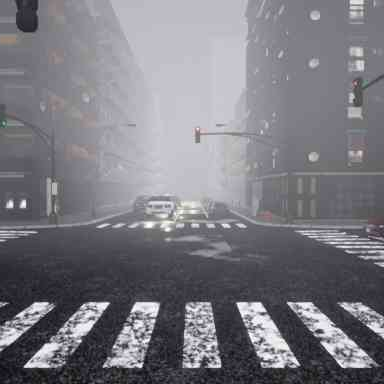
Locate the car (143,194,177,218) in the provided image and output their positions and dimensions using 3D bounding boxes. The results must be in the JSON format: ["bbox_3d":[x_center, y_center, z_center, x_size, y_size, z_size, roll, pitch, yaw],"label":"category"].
[{"bbox_3d":[-2.810,1.212,30.395,2.150,2.045,5.566,0,0,0],"label":"car"}]

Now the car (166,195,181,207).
[{"bbox_3d":[-2.761,1.335,51.046,2.097,1.767,4.553,0,0,0],"label":"car"}]

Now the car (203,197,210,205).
[{"bbox_3d":[2.610,1.539,36.935,2.008,1.369,4.403,-1,0,0],"label":"car"}]

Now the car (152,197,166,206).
[{"bbox_3d":[-5.245,1.563,53.618,1.802,1.307,4.206,-1,0,0],"label":"car"}]

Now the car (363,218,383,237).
[{"bbox_3d":[10.500,1.491,15.451,4.674,1.442,1.812,0,1,0],"label":"car"}]

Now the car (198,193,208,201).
[{"bbox_3d":[2.673,1.280,81.249,2.192,1.841,5.009,-1,0,0],"label":"car"}]

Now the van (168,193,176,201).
[{"bbox_3d":[-5.198,1.302,86.841,1.690,1.788,3.998,-1,0,0],"label":"van"}]

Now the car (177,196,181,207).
[{"bbox_3d":[-2.787,1.478,40.858,2.128,1.511,4.902,0,0,0],"label":"car"}]

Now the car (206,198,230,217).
[{"bbox_3d":[2.602,1.572,31.396,1.802,1.307,4.206,-1,0,0],"label":"car"}]

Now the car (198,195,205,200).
[{"bbox_3d":[2.693,1.539,92.327,1.802,1.307,4.206,-1,0,0],"label":"car"}]

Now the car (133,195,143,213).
[{"bbox_3d":[-5.273,1.303,37.006,2.192,1.841,5.009,-1,0,0],"label":"car"}]

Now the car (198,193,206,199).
[{"bbox_3d":[2.669,1.551,75.709,1.802,1.307,4.206,-1,0,0],"label":"car"}]

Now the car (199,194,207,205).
[{"bbox_3d":[2.643,1.523,59.092,1.887,1.381,4.507,-1,0,0],"label":"car"}]

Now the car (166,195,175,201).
[{"bbox_3d":[-5.204,1.490,81.134,1.752,1.417,4.829,-1,0,0],"label":"car"}]

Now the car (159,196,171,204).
[{"bbox_3d":[-5.228,1.557,64.692,1.802,1.307,4.206,-1,0,0],"label":"car"}]
